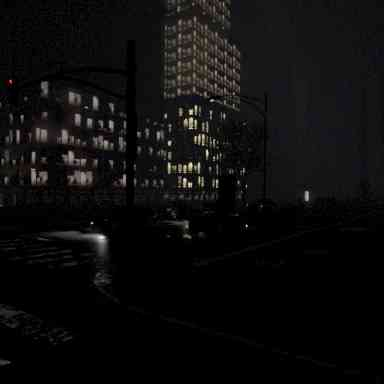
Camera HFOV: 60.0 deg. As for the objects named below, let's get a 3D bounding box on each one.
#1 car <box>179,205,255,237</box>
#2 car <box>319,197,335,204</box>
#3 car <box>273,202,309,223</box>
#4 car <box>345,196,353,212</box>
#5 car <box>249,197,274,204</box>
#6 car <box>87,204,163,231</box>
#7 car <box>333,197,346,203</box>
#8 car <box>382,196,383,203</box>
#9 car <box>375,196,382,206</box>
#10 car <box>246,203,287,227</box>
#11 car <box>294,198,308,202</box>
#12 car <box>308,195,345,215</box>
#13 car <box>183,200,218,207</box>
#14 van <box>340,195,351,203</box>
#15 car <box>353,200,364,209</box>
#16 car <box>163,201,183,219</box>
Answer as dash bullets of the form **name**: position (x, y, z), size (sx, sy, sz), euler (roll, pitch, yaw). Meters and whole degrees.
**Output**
- **car**: position (1.548, 1.696, 19.034), size (2.008, 1.369, 4.403), euler (1, 0, 36)
- **car**: position (28.281, 1.849, 69.530), size (1.947, 1.339, 4.313), euler (1, 0, 36)
- **car**: position (8.062, 1.779, 27.850), size (1.802, 1.307, 4.206), euler (1, 0, 36)
- **car**: position (18.571, 1.720, 42.200), size (1.967, 1.590, 4.097), euler (1, 0, 36)
- **car**: position (7.775, 1.492, 37.390), size (2.097, 1.767, 4.553), euler (1, 0, 37)
- **car**: position (-4.306, 1.549, 21.066), size (1.837, 1.490, 4.892), euler (1, 0, 36)
- **car**: position (34.778, 1.862, 78.322), size (1.752, 1.417, 4.829), euler (1, 0, 36)
- **car**: position (41.622, 1.784, 73.480), size (2.192, 1.841, 5.009), euler (1, 0, 36)
- **car**: position (35.123, 1.940, 64.688), size (1.752, 1.417, 4.829), euler (1, 0, 36)
- **car**: position (4.806, 1.737, 23.443), size (1.947, 1.339, 4.313), euler (1, 0, 36)
- **car**: position (18.284, 1.727, 56.000), size (1.752, 1.417, 4.829), euler (1, 0, 36)
- **car**: position (15.300, 1.569, 37.716), size (2.192, 1.841, 5.009), euler (1, 0, 36)
- **car**: position (1.690, 1.569, 29.175), size (1.882, 1.535, 5.008), euler (1, 0, 36)
- **van**: position (38.180, 1.706, 82.923), size (1.690, 1.788, 3.998), euler (1, 0, 36)
- **car**: position (25.126, 1.773, 51.158), size (1.967, 1.590, 4.097), euler (1, 0, 36)
- **car**: position (-1.510, 1.481, 29.427), size (1.967, 1.590, 4.097), euler (1, 0, 36)
